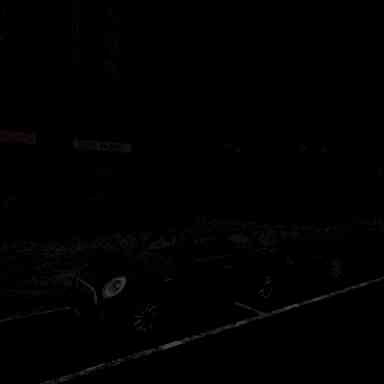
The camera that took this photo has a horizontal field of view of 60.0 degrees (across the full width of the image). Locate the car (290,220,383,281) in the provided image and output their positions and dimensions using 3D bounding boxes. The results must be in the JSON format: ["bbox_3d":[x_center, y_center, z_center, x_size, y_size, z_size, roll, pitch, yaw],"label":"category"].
[{"bbox_3d":[4.329,1.545,9.864,4.507,1.381,1.887,0,1,-36],"label":"car"}]

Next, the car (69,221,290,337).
[{"bbox_3d":[-0.244,1.440,6.589,4.097,1.590,1.967,0,1,-36],"label":"car"}]
